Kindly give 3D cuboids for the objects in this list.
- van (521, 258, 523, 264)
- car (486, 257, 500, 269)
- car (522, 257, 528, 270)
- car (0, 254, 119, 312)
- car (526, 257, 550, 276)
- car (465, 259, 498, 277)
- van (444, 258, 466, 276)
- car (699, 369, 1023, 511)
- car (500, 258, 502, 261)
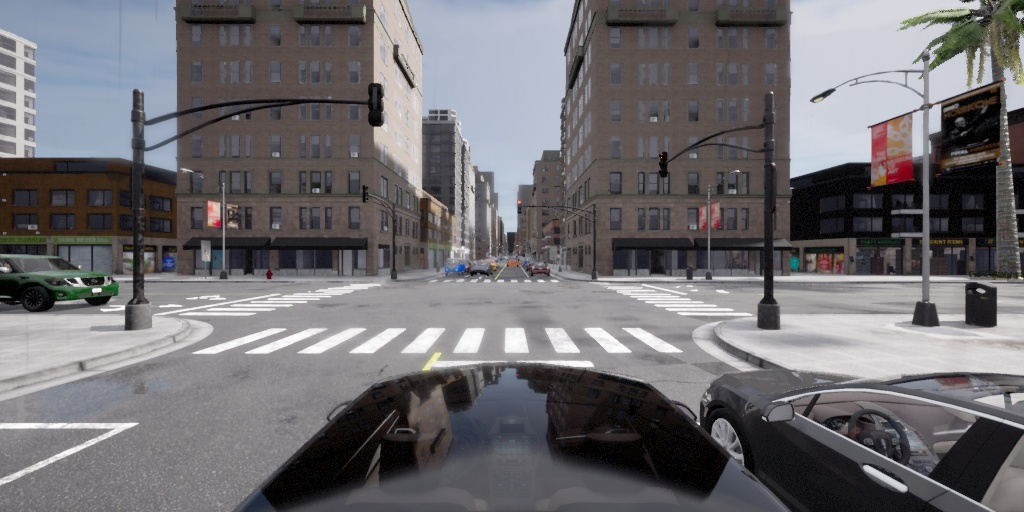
[{"bbox_3d":[2.796,1.093,59.105,1.690,1.789,3.998,0,0,0],"label":"van"},{"bbox_3d":[-3.001,1.231,47.118,1.882,1.535,5.008,0,0,0],"label":"car"},{"bbox_3d":[2.769,1.193,47.766,1.967,1.591,4.097,0,0,0],"label":"car"},{"bbox_3d":[-18.522,0.949,13.593,5.566,2.045,2.150,0,0,0],"label":"car"},{"bbox_3d":[2.742,1.192,36.428,1.967,1.591,4.097,0,0,0],"label":"car"},{"bbox_3d":[-2.999,1.299,36.636,2.033,1.411,5.357,0,0,4],"label":"car"},{"bbox_3d":[-5.784,1.093,36.446,1.690,1.789,3.998,0,0,0],"label":"van"},{"bbox_3d":[2.668,1.300,1.778,2.007,1.370,4.403,0,0,0],"label":"car"},{"bbox_3d":[-2.966,1.354,57.622,1.895,1.301,4.718,0,0,0],"label":"car"}]
